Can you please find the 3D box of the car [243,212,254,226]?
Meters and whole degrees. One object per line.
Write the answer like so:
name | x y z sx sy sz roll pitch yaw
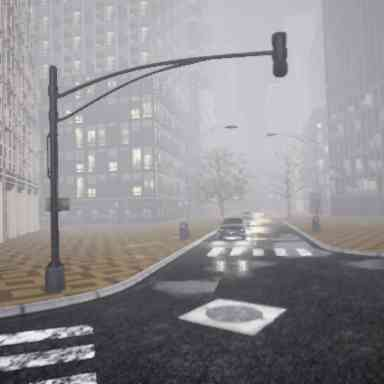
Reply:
car | 5.063 3.111 34.391 1.895 1.301 4.718 -2 -3 12

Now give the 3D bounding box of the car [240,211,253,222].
car | 8.363 3.728 50.661 1.812 1.442 4.674 -2 -3 12

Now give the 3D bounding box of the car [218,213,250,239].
car | 3.102 2.605 24.663 1.837 1.490 4.892 -2 -3 11
